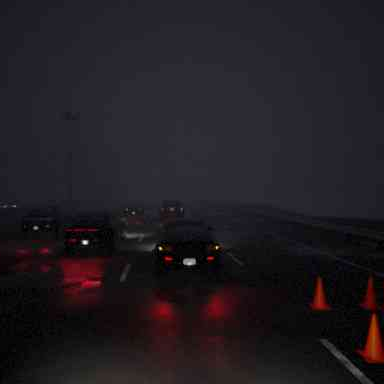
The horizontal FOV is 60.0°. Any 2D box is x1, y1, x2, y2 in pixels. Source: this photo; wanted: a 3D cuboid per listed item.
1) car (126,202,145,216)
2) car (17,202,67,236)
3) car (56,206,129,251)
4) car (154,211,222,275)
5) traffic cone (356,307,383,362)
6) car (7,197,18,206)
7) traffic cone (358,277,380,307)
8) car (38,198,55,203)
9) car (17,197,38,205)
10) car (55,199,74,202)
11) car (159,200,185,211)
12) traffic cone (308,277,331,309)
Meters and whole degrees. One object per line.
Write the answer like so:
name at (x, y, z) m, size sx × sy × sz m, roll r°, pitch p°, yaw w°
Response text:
car at (-5.757, 1.710, 33.843) m, size 1.895 × 1.301 × 4.718 m, roll 0°, pitch 0°, yaw -5°
car at (-7.925, 1.563, 18.832) m, size 2.128 × 1.511 × 4.902 m, roll 0°, pitch 0°, yaw -5°
car at (-4.029, 1.555, 14.338) m, size 1.837 × 1.490 × 4.892 m, roll 0°, pitch 0°, yaw -5°
car at (-0.214, 1.556, 10.489) m, size 1.812 × 1.442 × 4.674 m, roll 0°, pitch 0°, yaw -4°
traffic cone at (2.501, 1.963, 4.565) m, size 0.340 × 0.580 × 0.340 m, roll 0°, pitch 0°, yaw 0°
car at (-33.105, 1.731, 62.936) m, size 1.882 × 1.535 × 5.008 m, roll 0°, pitch 0°, yaw -5°
traffic cone at (3.518, 1.966, 6.556) m, size 0.340 × 0.580 × 0.340 m, roll 0°, pitch 0°, yaw 0°
car at (-25.903, 1.830, 60.984) m, size 1.895 × 1.301 × 4.718 m, roll 0°, pitch 0°, yaw -5°
car at (-29.390, 1.740, 60.679) m, size 1.837 × 1.490 × 4.892 m, roll 0°, pitch 0°, yaw -5°
car at (-22.235, 1.818, 59.143) m, size 1.895 × 1.301 × 4.718 m, roll 0°, pitch 0°, yaw -5°
car at (-1.784, 1.437, 28.751) m, size 2.097 × 1.767 × 4.553 m, roll 0°, pitch 0°, yaw -5°
traffic cone at (2.518, 1.968, 6.565) m, size 0.340 × 0.580 × 0.340 m, roll 0°, pitch 0°, yaw 0°
